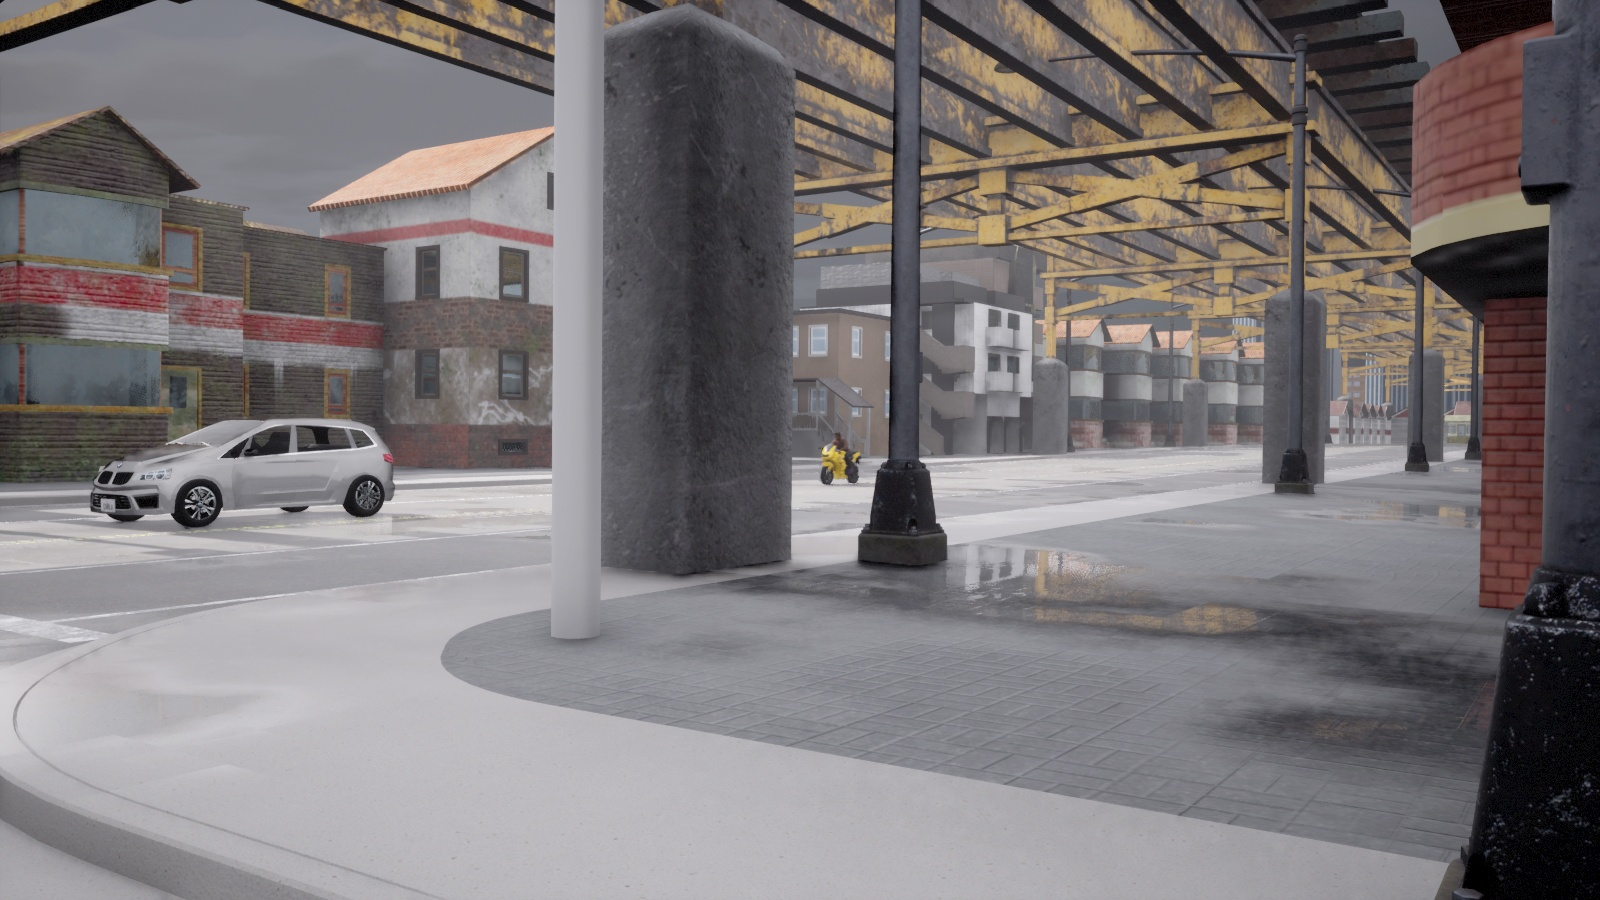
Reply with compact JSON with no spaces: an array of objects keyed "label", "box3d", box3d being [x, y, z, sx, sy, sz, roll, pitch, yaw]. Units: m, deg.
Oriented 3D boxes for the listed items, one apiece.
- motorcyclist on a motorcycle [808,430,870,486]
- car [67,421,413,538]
[{"label":"motorcyclist on a motorcycle","box3d":[1.116,0.210,35.530,0.797,1.523,2.044,0,1,33]},{"label":"car","box3d":[-8.884,0.379,20.320,2.242,1.667,4.611,0,1,34]}]
